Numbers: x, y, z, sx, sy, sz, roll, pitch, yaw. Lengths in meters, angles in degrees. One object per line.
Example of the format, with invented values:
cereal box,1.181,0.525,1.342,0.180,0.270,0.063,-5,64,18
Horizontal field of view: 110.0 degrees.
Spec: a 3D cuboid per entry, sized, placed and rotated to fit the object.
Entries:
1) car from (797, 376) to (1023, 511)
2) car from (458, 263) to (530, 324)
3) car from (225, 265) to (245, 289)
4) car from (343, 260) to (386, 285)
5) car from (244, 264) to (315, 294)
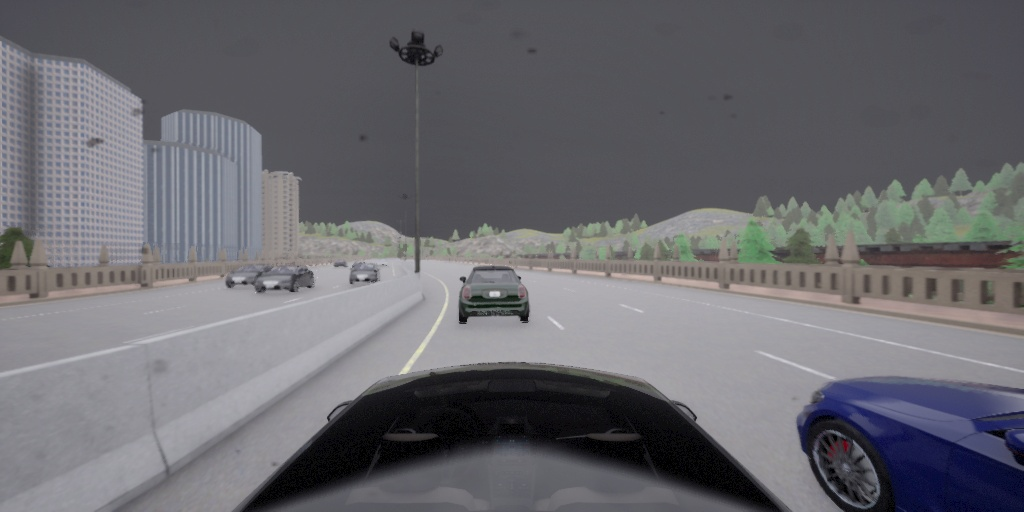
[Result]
car,3.465,1.262,1.235,1.812,1.442,4.674,0,0,0
car,-0.714,1.101,12.294,2.097,1.767,4.553,0,0,-6
car,-17.403,1.305,24.282,2.128,1.511,4.902,0,0,-16
car,-10.770,1.277,26.525,2.128,1.511,4.902,0,0,-16
car,-12.919,1.288,20.709,2.128,1.511,4.902,0,0,-13
